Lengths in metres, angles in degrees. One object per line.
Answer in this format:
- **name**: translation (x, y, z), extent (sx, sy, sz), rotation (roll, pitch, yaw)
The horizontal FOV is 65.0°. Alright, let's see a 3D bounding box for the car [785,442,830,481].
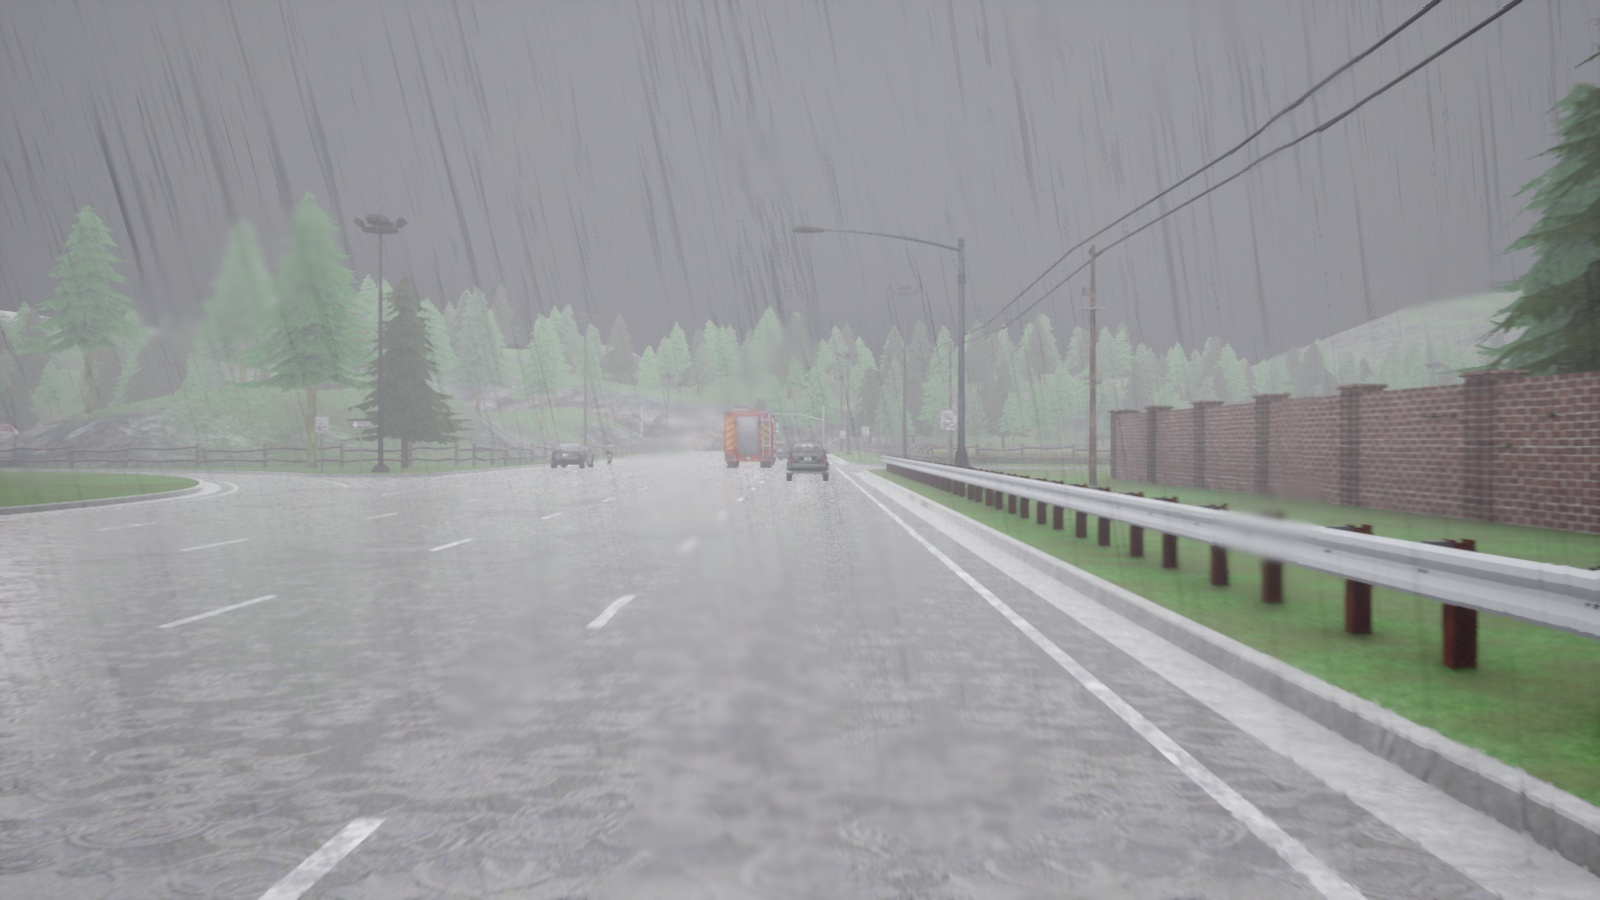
- **car**: translation (0.304, 0.441, 50.941), extent (1.789, 1.549, 3.705), rotation (0, 0, 0)

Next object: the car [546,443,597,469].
- **car**: translation (-13.561, 0.319, 74.780), extent (2.163, 1.488, 4.792), rotation (0, 0, 0)

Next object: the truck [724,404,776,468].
- **truck**: translation (-3.036, -0.860, 78.835), extent (2.891, 3.827, 8.468), rotation (0, 0, 0)
